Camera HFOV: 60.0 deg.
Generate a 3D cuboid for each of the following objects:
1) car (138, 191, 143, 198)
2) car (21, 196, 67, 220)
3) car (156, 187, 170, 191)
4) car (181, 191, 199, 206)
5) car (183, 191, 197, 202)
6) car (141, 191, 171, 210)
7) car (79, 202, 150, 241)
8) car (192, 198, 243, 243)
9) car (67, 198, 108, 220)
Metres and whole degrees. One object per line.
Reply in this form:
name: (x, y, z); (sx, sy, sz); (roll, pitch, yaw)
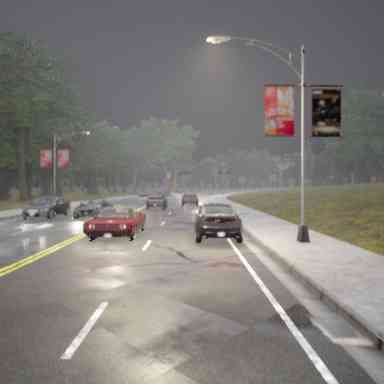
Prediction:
car: (-9.000, 0.443, 64.627); (1.994, 1.385, 4.181); (0, 1, 7)
car: (-10.005, 1.077, 23.194); (2.128, 1.511, 4.902); (0, 1, 0)
car: (-5.631, 0.082, 65.313); (2.150, 2.045, 5.566); (0, 1, 7)
car: (-0.220, 0.825, 38.007); (2.128, 1.511, 4.902); (0, 1, 0)
car: (-0.280, 0.599, 50.383); (1.882, 1.535, 5.008); (0, 1, 3)
car: (-3.369, 0.916, 32.673); (2.128, 1.511, 4.902); (0, 1, 0)
car: (-3.248, 1.331, 14.968); (1.895, 1.301, 4.718); (0, 1, 0)
car: (1.043, 1.244, 14.489); (1.837, 1.490, 4.892); (0, 1, 0)
car: (-6.753, 1.150, 23.195); (1.994, 1.385, 4.181); (0, 1, 0)
